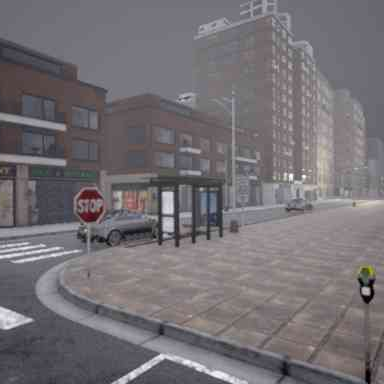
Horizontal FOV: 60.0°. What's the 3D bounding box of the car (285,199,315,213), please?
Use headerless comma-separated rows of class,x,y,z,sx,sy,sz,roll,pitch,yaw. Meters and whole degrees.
car,11.710,1.470,35.979,2.033,1.411,5.357,-1,0,35

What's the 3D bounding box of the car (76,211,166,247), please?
car,-3.072,1.534,15.082,1.994,1.385,4.181,-1,0,35
